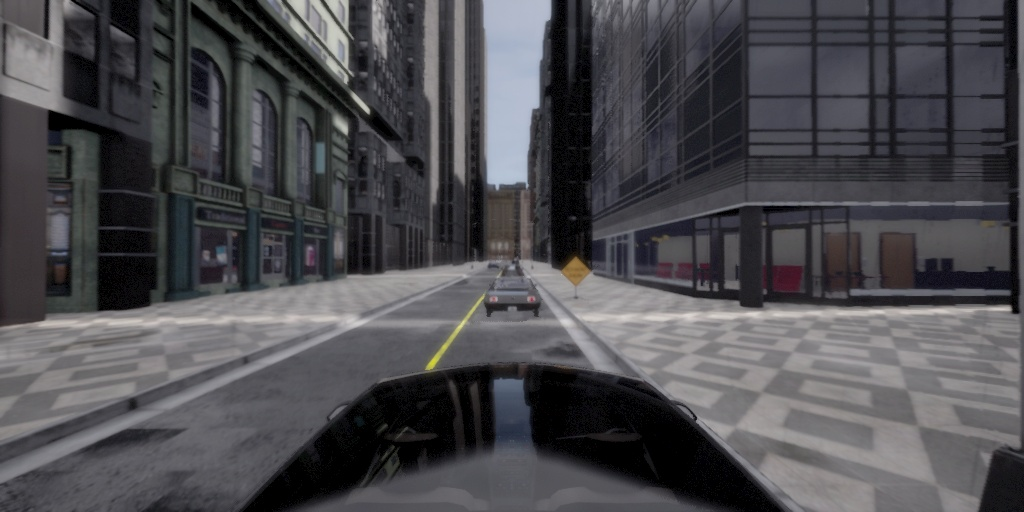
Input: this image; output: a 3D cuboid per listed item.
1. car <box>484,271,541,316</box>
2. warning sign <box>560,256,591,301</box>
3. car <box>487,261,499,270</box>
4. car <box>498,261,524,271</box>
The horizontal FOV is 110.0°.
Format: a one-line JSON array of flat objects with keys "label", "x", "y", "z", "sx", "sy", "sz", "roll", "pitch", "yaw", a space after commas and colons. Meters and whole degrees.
[{"label": "car", "x": 0.037, "y": 1.423, "z": 13.710, "sx": 1.895, "sy": 1.301, "sz": 4.718, "roll": 0, "pitch": 0, "yaw": 1}, {"label": "warning sign", "x": 2.720, "y": 0.946, "z": 15.279, "sx": 1.300, "sy": 1.860, "sz": 1.060, "roll": 0, "pitch": 0, "yaw": 0}, {"label": "car", "x": -3.050, "y": 1.540, "z": 58.698, "sx": 1.895, "sy": 1.301, "sz": 4.718, "roll": 0, "pitch": 0, "yaw": 1}, {"label": "car", "x": 0.056, "y": 1.415, "z": 30.023, "sx": 1.812, "sy": 1.442, "sz": 4.674, "roll": 0, "pitch": 0, "yaw": 1}]
